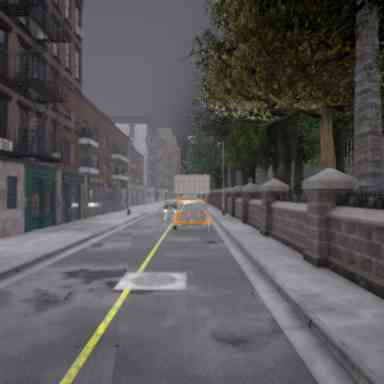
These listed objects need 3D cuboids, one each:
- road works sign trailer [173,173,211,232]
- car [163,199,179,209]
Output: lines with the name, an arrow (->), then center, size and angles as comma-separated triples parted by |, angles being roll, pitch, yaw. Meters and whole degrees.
road works sign trailer -> -0.007, 0.573, 20.982 | 2.380, 3.560, 2.880 | 0, 0, 0
car -> -3.088, 1.812, 49.630 | 1.812, 1.442, 4.674 | 0, -1, 0
